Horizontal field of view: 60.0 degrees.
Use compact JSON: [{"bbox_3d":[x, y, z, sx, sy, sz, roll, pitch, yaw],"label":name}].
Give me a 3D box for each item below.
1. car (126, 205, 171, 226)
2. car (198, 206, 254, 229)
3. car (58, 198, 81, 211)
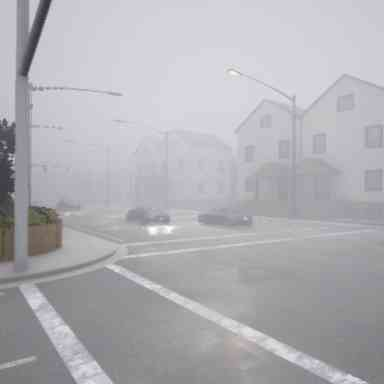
[{"bbox_3d":[-3.268,1.660,24.586,1.994,1.385,4.181,1,0,-35],"label":"car"},{"bbox_3d":[2.279,1.691,23.152,1.994,1.385,4.181,1,0,-36],"label":"car"},{"bbox_3d":[-15.467,1.581,41.909,1.882,1.535,5.008,1,0,-35],"label":"car"}]
